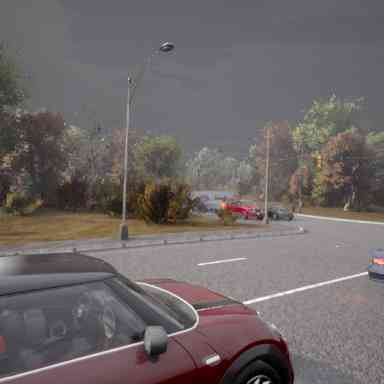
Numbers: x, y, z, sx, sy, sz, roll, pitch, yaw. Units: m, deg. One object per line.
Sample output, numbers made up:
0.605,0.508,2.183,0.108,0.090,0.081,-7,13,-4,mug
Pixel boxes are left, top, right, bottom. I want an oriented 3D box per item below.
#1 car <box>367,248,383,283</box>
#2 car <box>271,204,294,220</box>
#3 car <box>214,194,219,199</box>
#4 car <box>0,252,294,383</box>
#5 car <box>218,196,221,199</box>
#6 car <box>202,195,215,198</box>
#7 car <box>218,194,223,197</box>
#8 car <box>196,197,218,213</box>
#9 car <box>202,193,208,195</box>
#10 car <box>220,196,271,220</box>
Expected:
6.573,1.664,8.462,5.357,1.411,2.033,2,-1,-36,car
9.074,2.101,36.459,2.097,1.767,4.553,3,-1,-23,car
6.368,1.173,79.475,1.994,1.385,4.181,2,2,-1,car
-1.180,1.354,2.905,4.553,1.767,2.097,0,0,-36,car
5.584,1.973,45.556,2.097,1.767,4.553,3,0,-18,car
2.036,1.759,58.397,1.994,1.385,4.181,2,2,-12,car
7.450,1.566,69.271,1.837,1.490,4.892,2,3,-8,car
2.014,1.962,45.140,1.837,1.490,4.892,3,0,-18,car
2.914,1.052,78.394,2.128,1.511,4.902,2,2,-1,car
5.573,1.813,35.677,2.150,2.045,5.566,3,-1,-22,car
